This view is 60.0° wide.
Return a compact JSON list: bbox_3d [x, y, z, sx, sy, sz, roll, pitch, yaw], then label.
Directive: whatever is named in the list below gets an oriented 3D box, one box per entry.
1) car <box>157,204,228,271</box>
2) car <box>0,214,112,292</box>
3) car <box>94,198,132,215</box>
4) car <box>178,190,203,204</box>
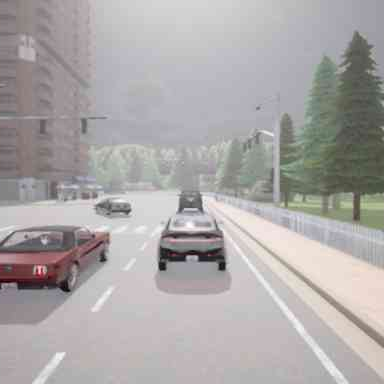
[{"bbox_3d":[0.005,1.347,10.384,2.128,1.511,4.902,0,1,0],"label":"car"},{"bbox_3d":[-3.466,1.485,8.532,1.895,1.301,4.718,0,1,0],"label":"car"},{"bbox_3d":[-6.815,1.187,28.211,2.033,1.411,5.357,-1,1,-31],"label":"car"},{"bbox_3d":[-0.132,0.793,31.616,2.150,2.045,5.566,0,1,0],"label":"car"}]
